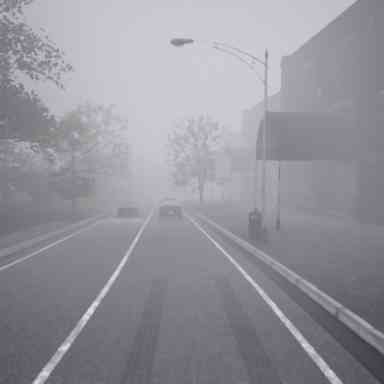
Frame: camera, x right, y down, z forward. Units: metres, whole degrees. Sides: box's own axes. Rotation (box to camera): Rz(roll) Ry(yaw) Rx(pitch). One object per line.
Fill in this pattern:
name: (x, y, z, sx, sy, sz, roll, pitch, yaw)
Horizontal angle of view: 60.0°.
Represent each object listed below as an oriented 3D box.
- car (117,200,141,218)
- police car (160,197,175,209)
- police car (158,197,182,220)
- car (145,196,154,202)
car: (-5.773, 1.494, 30.807, 1.882, 1.535, 5.008, -1, 0, -5)
police car: (-3.463, 1.480, 46.594, 2.038, 1.542, 4.974, -1, 0, -4)
police car: (-1.859, 1.402, 28.371, 1.930, 1.638, 5.238, -1, 0, -5)
car: (-9.254, 1.517, 72.615, 2.033, 1.411, 5.357, -1, 0, -5)
